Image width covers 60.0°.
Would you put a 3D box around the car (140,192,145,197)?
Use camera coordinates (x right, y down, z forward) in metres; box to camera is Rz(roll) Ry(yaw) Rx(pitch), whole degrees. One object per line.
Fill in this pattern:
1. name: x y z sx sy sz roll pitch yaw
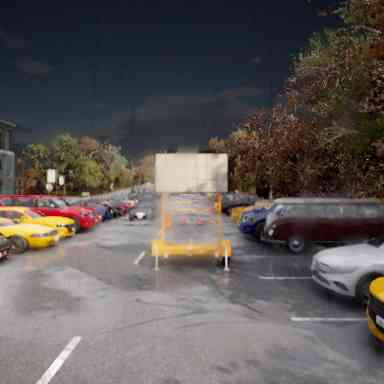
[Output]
1. car: -8.056 1.149 37.823 4.553 1.767 2.185 0 1 0

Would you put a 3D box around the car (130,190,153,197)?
1. car: -8.129 0.946 46.183 4.553 1.767 2.185 0 2 0

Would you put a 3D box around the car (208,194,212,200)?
1. car: 4.979 1.147 43.468 4.892 1.521 2.231 0 2 0

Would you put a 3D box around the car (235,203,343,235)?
1. car: 5.202 1.451 18.381 5.366 1.575 1.946 0 0 0

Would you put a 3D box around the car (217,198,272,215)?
1. car: 5.005 1.362 32.445 5.008 1.535 2.097 0 1 0

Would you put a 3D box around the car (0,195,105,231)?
1. car: -8.034 1.202 18.324 5.566 2.045 2.435 0 0 0

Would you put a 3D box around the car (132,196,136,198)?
1. car: -8.078 1.405 32.259 4.674 1.452 2.002 0 1 0

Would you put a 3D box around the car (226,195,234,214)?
1. car: 5.041 1.314 24.074 4.553 1.767 2.185 0 0 0

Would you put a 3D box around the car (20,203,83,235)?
1. car: -8.065 1.458 15.541 5.008 1.535 2.097 0 0 0

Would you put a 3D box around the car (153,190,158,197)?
1. car: -8.134 0.923 51.767 4.792 1.488 2.163 0 2 0

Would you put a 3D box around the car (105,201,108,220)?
1. car: -8.069 1.489 21.108 4.674 1.452 2.002 0 0 0

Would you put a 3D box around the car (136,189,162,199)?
1. car: -8.088 0.285 62.891 4.553 1.767 2.185 0 3 0

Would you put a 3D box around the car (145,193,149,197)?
1. car: -8.062 1.244 40.614 4.792 1.488 2.163 0 1 0

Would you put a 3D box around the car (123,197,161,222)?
1. car: -3.632 1.442 25.773 2.128 1.511 4.902 0 0 0

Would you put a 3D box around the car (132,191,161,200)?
1. car: -8.121 0.545 60.121 5.008 1.535 2.097 0 2 0

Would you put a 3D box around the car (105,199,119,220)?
1. car: -8.099 1.470 23.893 4.792 1.488 2.163 0 0 0

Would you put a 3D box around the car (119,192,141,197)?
1. car: -8.053 1.198 35.044 4.553 1.767 2.185 0 1 0

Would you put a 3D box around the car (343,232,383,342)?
1. car: 5.040 1.474 4.456 5.008 1.535 2.097 0 0 0

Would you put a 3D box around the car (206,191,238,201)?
1. car: 5.153 0.665 57.410 5.366 1.575 1.946 0 2 0

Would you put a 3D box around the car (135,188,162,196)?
1. car: -8.084 0.420 57.319 5.566 2.045 2.435 0 2 0

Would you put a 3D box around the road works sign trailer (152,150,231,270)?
1. road works sign trailer: -0.014 0.450 10.892 2.380 3.560 2.880 0 0 0

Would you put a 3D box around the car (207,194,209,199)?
1. car: 4.976 1.066 46.384 5.008 1.535 2.097 0 2 0

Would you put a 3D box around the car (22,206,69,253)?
1. car: -7.870 1.459 12.758 5.366 1.575 1.946 0 0 0

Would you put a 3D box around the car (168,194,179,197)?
1. car: -3.604 0.304 66.445 1.994 1.385 4.181 0 3 0

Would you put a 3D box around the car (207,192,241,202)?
1. car: 5.157 0.782 54.617 5.366 1.575 1.946 0 2 0

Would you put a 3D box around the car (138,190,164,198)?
1. car: -8.093 0.297 65.681 4.792 1.488 2.163 0 3 0

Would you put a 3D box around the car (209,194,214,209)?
1. car: 4.810 1.318 35.234 5.366 1.575 1.946 0 1 0

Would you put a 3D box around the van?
1. van: 4.908 1.237 12.810 4.442 1.987 1.878 0 0 0

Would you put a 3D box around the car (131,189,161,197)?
1. car: -8.115 0.789 54.543 4.892 1.521 2.231 0 2 0

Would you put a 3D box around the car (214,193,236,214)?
1. car: 5.031 1.145 29.654 5.566 2.045 2.435 0 1 0

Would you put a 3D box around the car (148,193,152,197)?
1. car: -8.124 1.177 43.400 4.792 1.488 2.163 0 1 0

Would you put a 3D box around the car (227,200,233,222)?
1. car: 5.008 1.449 21.289 5.008 1.535 2.097 0 0 0

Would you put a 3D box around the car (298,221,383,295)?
1. car: 5.034 1.511 7.242 4.674 1.452 2.002 0 0 0

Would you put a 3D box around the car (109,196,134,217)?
1. car: -8.083 1.398 29.470 5.008 1.535 2.097 0 1 0

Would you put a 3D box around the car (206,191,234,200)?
1. car: 4.993 0.572 60.200 4.792 1.488 2.163 0 3 0

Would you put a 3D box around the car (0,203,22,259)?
1. car: -8.084 1.341 10.100 4.553 1.767 2.185 0 0 0

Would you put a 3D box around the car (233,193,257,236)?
1. car: 4.992 1.207 15.596 5.566 2.045 2.435 0 0 0
